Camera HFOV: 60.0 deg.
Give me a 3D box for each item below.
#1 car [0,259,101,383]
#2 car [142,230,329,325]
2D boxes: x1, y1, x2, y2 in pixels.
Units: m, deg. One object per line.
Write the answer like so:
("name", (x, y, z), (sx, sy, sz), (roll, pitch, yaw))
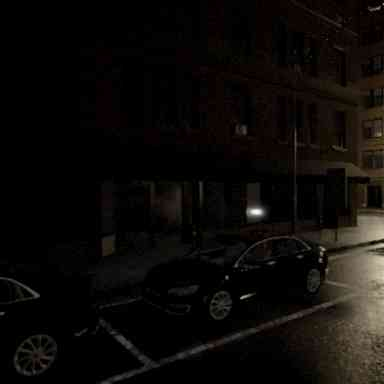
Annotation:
("car", (-3.312, 1.556, 3.824), (4.403, 1.369, 2.008), (0, 0, -36))
("car", (1.094, 1.521, 6.969), (4.403, 1.369, 2.008), (0, 0, -36))
